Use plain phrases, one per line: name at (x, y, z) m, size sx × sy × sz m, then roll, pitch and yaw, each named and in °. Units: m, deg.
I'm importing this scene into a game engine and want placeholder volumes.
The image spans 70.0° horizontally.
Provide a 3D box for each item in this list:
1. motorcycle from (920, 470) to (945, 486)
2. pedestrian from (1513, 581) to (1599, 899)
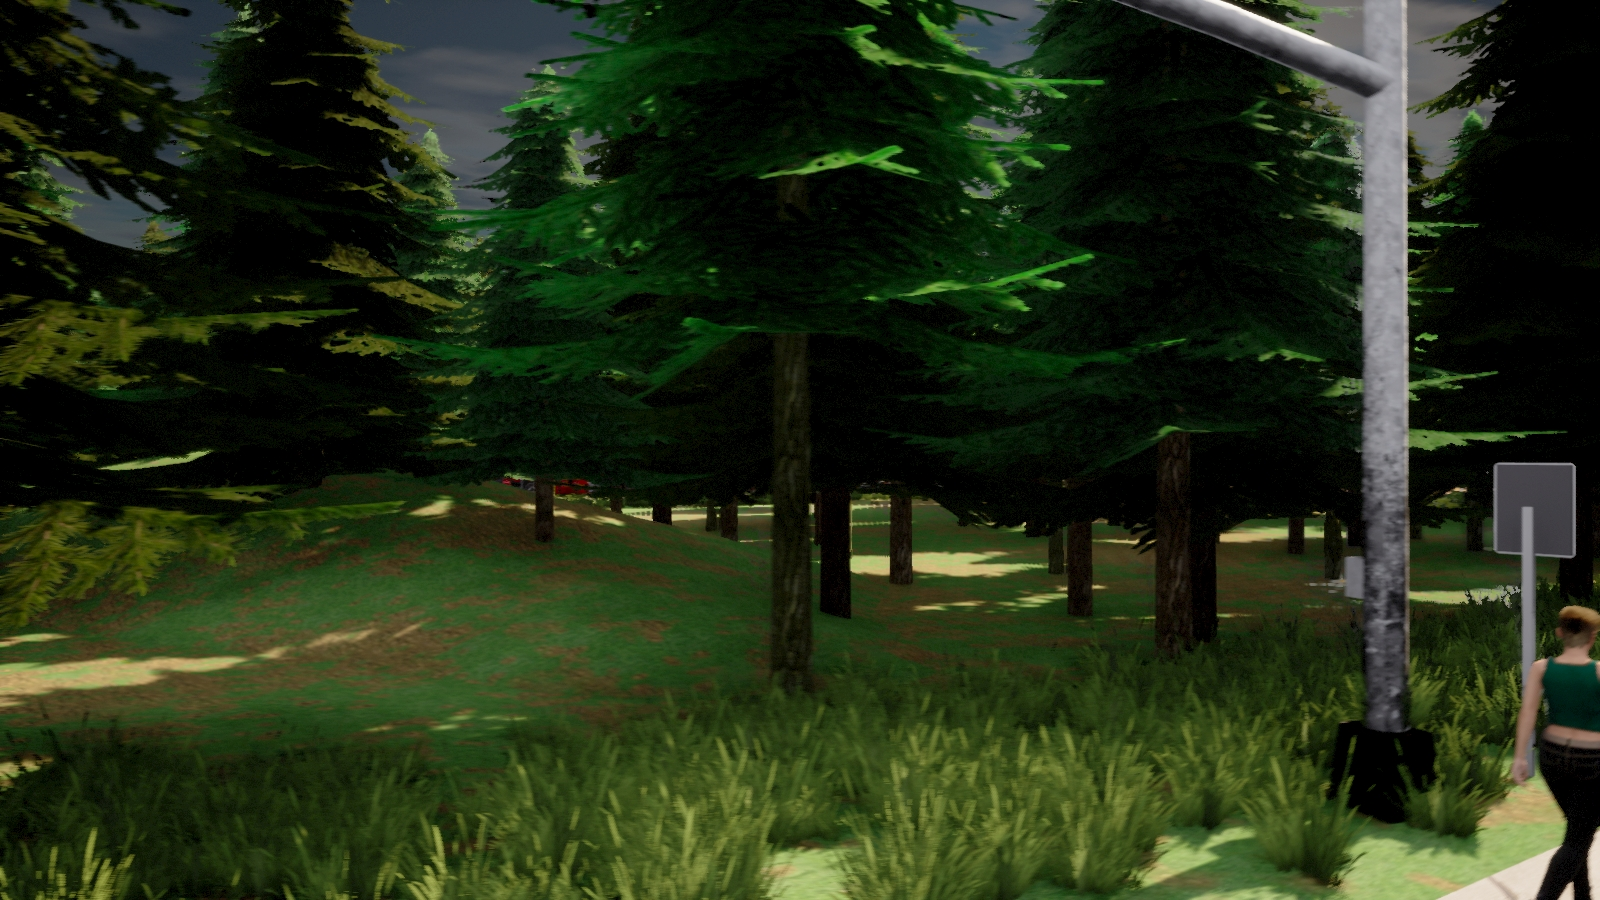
motorcycle at (11.236, 2.381, 96.968) m, size 0.867 × 1.251 × 2.209 m, roll 0°, pitch 0°, yaw -36°
pedestrian at (4.225, 1.683, 6.308) m, size 0.375 × 1.860 × 0.375 m, roll 0°, pitch 0°, yaw -36°
